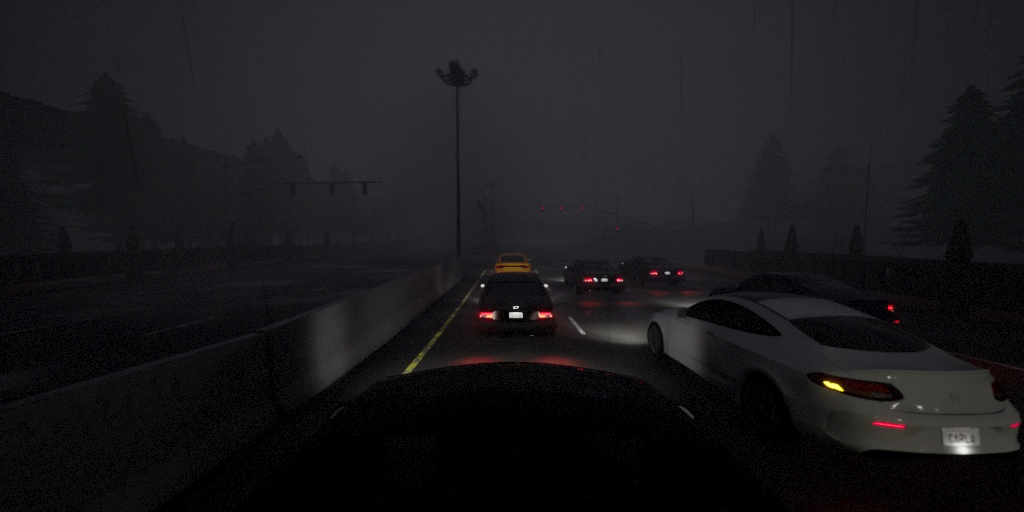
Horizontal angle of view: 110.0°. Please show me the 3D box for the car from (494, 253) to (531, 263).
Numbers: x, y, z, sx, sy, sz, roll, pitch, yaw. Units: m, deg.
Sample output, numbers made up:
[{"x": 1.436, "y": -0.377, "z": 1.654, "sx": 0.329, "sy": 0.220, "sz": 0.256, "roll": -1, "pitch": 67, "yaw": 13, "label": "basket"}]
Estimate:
[{"x": 0.023, "y": 0.562, "z": 19.516, "sx": 1.882, "sy": 1.535, "sz": 5.008, "roll": 0, "pitch": 3, "yaw": 0, "label": "car"}]

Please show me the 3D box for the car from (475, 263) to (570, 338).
[{"x": 0.068, "y": 1.143, "z": 9.720, "sx": 2.033, "sy": 1.411, "sz": 5.357, "roll": 0, "pitch": 2, "yaw": 0, "label": "car"}]

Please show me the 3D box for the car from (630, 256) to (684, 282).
[{"x": 7.028, "y": 0.681, "z": 18.711, "sx": 2.033, "sy": 1.411, "sz": 5.357, "roll": 0, "pitch": 3, "yaw": 0, "label": "car"}]

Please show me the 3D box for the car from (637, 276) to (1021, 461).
[{"x": 3.583, "y": 1.241, "z": 5.169, "sx": 1.812, "sy": 1.442, "sz": 4.674, "roll": 0, "pitch": 1, "yaw": 0, "label": "car"}]

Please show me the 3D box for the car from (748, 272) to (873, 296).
[{"x": 7.066, "y": 1.138, "z": 9.313, "sx": 1.812, "sy": 1.442, "sz": 4.674, "roll": 0, "pitch": 2, "yaw": 0, "label": "car"}]

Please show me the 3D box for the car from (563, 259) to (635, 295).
[{"x": 3.533, "y": 0.823, "z": 16.206, "sx": 2.033, "sy": 1.411, "sz": 5.357, "roll": 0, "pitch": 3, "yaw": 0, "label": "car"}]
